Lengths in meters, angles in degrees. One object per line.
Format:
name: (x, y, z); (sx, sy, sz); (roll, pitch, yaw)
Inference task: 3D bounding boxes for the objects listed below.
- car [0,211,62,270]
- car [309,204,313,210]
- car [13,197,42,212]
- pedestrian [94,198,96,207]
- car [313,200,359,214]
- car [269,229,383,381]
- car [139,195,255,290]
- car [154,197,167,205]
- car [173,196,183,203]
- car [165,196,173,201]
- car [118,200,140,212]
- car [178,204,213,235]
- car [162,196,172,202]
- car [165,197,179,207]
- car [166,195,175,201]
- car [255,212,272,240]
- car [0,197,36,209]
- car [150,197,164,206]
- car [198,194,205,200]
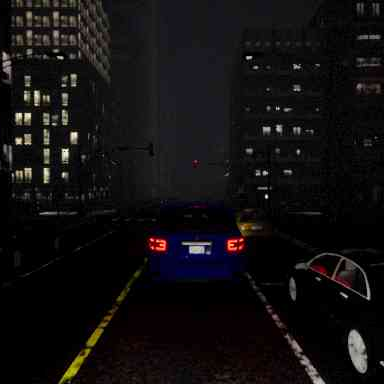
car: (-5.834, 1.547, 10.979); (1.887, 1.381, 4.507); (-1, 0, 0)
car: (16.311, 1.641, 39.701); (4.403, 1.369, 2.008); (0, 0, 1)
car: (-17.819, 1.459, 34.383); (4.181, 1.385, 1.994); (0, 1, 1)
pedestrian: (-12.552, 1.320, 43.044); (0.500, 1.100, 0.500); (0, 0, 1)
car: (16.290, 1.697, 37.108); (4.181, 1.385, 1.994); (1, 1, 1)
car: (2.806, 1.552, 5.278); (2.008, 1.369, 4.403); (-1, 0, 0)
car: (0.096, 1.223, 9.191); (2.150, 2.045, 5.566); (0, 0, 0)
car: (-5.707, 1.582, 60.175); (1.947, 1.339, 4.313); (-1, 0, 0)
car: (-3.004, 1.546, 72.160); (2.128, 1.511, 4.902); (0, 0, 0)
car: (-5.707, 1.607, 82.793); (1.802, 1.307, 4.206); (-1, 0, 0)
car: (-5.548, 1.555, 37.447); (5.357, 1.411, 2.033); (0, 0, 1)
car: (0.096, 1.530, 19.701); (1.812, 1.442, 4.674); (0, 0, -2)
car: (-5.708, 1.568, 77.139); (1.887, 1.381, 4.507); (-1, 0, 0)
car: (-3.096, 1.577, 52.646); (1.994, 1.385, 4.181); (0, 0, 0)
car: (-5.708, 1.572, 88.448); (1.887, 1.381, 4.507); (-1, 0, 0)
car: (2.805, 1.529, 16.736); (1.752, 1.417, 4.829); (-1, 0, 0)
car: (-21.665, 1.294, 40.196); (4.829, 1.417, 1.752); (0, 0, 1)
car: (-5.707, 1.540, 54.351); (1.752, 1.417, 4.829); (-1, 0, 0)
car: (2.670, 1.470, 94.104); (1.967, 1.590, 4.097); (-1, 0, 0)
